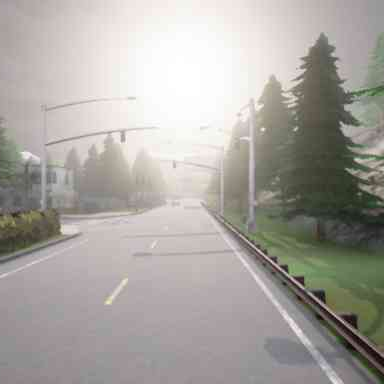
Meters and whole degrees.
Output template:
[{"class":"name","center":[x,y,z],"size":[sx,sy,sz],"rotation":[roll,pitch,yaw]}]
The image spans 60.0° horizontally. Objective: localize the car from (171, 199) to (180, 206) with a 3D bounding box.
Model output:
[{"class":"car","center":[-3.498,2.207,71.393],"size":[2.033,1.411,5.357],"rotation":[0,-1,0]}]
